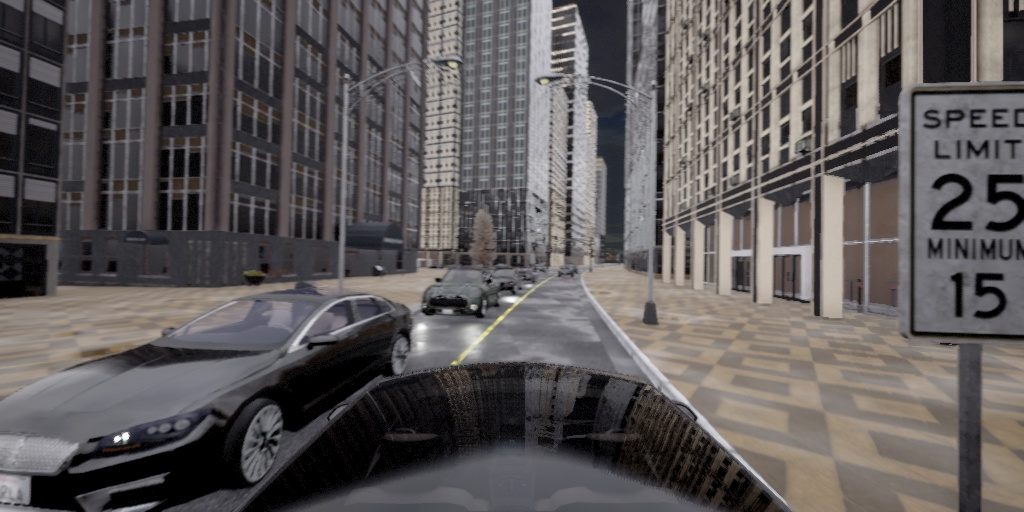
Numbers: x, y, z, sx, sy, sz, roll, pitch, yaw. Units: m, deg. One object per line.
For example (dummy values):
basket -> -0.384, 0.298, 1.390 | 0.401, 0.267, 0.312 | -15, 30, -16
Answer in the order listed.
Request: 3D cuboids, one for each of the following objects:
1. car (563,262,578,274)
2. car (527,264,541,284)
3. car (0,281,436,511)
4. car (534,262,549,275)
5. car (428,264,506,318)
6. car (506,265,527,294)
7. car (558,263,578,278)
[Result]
car -> 9.389, 1.937, 57.071 | 2.097, 1.767, 4.553 | 1, -1, 13
car -> 1.203, 1.710, 32.487 | 1.994, 1.385, 4.181 | 1, -1, 10
car -> -2.878, 1.220, 4.670 | 2.128, 1.511, 4.902 | 1, -1, 6
car -> 3.519, 1.486, 44.621 | 1.837, 1.490, 4.892 | 1, -1, 11
car -> -1.744, 1.215, 13.645 | 2.097, 1.767, 4.553 | 1, -1, 8
car -> -0.437, 1.502, 22.675 | 1.837, 1.490, 4.892 | 1, -1, 9
car -> 6.824, 1.897, 45.202 | 2.128, 1.511, 4.902 | 1, -1, 12
